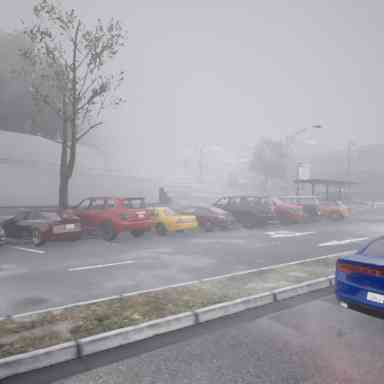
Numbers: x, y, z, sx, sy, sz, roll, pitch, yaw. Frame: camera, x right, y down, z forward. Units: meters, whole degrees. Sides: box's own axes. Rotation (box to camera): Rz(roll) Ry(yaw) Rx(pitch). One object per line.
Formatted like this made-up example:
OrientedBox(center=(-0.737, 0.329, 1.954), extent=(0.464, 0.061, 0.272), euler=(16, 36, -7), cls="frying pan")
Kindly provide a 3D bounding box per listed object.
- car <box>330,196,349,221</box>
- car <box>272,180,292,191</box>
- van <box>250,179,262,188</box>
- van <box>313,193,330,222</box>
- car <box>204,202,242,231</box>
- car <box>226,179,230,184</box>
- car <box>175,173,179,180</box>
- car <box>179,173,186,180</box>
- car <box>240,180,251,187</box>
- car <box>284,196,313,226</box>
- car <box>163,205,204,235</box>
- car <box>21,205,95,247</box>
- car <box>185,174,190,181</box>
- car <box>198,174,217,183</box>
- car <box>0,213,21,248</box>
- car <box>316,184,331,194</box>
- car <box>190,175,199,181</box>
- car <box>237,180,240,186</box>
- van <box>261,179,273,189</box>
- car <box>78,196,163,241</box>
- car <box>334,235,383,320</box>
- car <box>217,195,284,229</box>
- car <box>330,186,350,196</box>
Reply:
OrientedBox(center=(10.263, 1.403, 27.294), extent=(4.553, 1.767, 2.185), euler=(-1, -1, 35), cls="car")
OrientedBox(center=(18.294, -0.992, 65.636), extent=(2.231, 1.521, 4.892), euler=(7, 3, 35), cls="car")
OrientedBox(center=(14.810, -1.764, 70.474), extent=(1.878, 1.987, 4.442), euler=(7, 4, 35), cls="van")
OrientedBox(center=(7.852, 1.296, 25.546), extent=(4.442, 1.987, 1.878), euler=(-1, -1, 35), cls="van")
OrientedBox(center=(0.367, 1.548, 20.422), extent=(4.674, 1.452, 2.002), euler=(-1, -1, 35), cls="car")
OrientedBox(center=(9.670, -2.317, 77.993), extent=(2.002, 1.452, 4.674), euler=(7, 3, 35), cls="car")
OrientedBox(center=(-2.563, -4.362, 95.060), extent=(2.435, 2.045, 5.566), euler=(1, -1, 34), cls="car")
OrientedBox(center=(-0.794, -4.085, 92.710), extent=(2.185, 1.767, 4.553), euler=(4, 1, 34), cls="car")
OrientedBox(center=(13.239, -1.812, 73.207), extent=(1.946, 1.575, 5.366), euler=(7, 3, 35), cls="car")
OrientedBox(center=(5.311, 1.267, 23.879), extent=(5.566, 2.045, 2.435), euler=(-1, -1, 35), cls="car")
OrientedBox(center=(-2.242, 1.502, 18.797), extent=(5.366, 1.575, 1.946), euler=(-1, -1, 35), cls="car")
OrientedBox(center=(-7.010, 1.524, 15.230), extent=(4.792, 1.488, 2.163), euler=(-1, -1, 35), cls="car")
OrientedBox(center=(0.933, -3.850, 90.238), extent=(2.185, 1.767, 4.553), euler=(6, 3, 34), cls="car")
OrientedBox(center=(4.573, -3.176, 85.509), extent=(1.946, 1.575, 5.366), euler=(7, 3, 34), cls="car")
OrientedBox(center=(-9.432, 1.493, 13.486), extent=(4.892, 1.521, 2.231), euler=(-1, -1, 35), cls="car")
OrientedBox(center=(23.496, -0.426, 58.245), extent=(2.435, 2.045, 5.566), euler=(7, 3, 35), cls="car")
OrientedBox(center=(2.725, -3.698, 87.770), extent=(2.435, 2.045, 5.566), euler=(7, 3, 34), cls="car")
OrientedBox(center=(11.410, -2.043, 75.529), extent=(2.002, 1.452, 4.674), euler=(7, 4, 35), cls="car")
OrientedBox(center=(16.537, -1.491, 68.000), extent=(1.878, 1.987, 4.442), euler=(7, 4, 35), cls="van")
OrientedBox(center=(-4.563, 1.248, 16.973), extent=(5.566, 2.045, 2.435), euler=(-1, -1, 35), cls="car")
OrientedBox(center=(4.864, 1.487, 6.585), extent=(5.008, 1.535, 1.882), euler=(0, 0, -35), cls="car")
OrientedBox(center=(2.796, 1.262, 22.177), extent=(5.566, 2.045, 2.435), euler=(-1, -1, 35), cls="car")
OrientedBox(center=(25.184, 0.136, 55.771), extent=(2.002, 1.452, 4.674), euler=(7, 3, 35), cls="car")
